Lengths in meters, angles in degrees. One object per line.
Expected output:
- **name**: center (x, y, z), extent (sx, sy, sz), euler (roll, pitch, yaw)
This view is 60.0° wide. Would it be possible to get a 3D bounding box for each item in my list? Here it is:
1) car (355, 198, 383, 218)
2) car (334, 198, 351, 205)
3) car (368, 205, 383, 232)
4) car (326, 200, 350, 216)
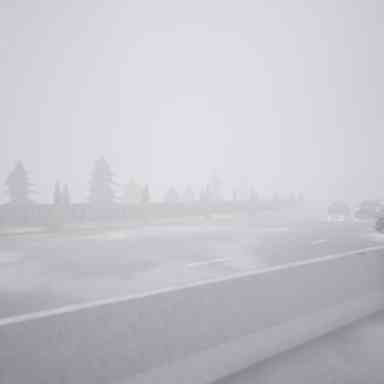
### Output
- **car**: center (16.666, 1.554, 31.109), extent (2.097, 1.767, 4.553), euler (0, 0, 34)
- **car**: center (31.915, 1.971, 70.572), extent (1.994, 1.385, 4.181), euler (0, -1, 7)
- **car**: center (12.782, 1.671, 20.377), extent (2.033, 1.411, 5.357), euler (0, 0, 42)
- **car**: center (16.136, 1.784, 36.550), extent (2.033, 1.411, 5.357), euler (0, 0, 32)
